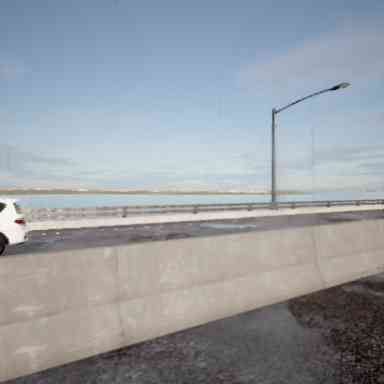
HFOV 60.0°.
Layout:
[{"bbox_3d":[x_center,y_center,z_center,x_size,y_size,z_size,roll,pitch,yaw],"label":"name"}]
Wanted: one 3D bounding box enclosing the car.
[{"bbox_3d":[-8.418,1.218,10.865,5.566,2.045,2.150,0,0,-35],"label":"car"}]
